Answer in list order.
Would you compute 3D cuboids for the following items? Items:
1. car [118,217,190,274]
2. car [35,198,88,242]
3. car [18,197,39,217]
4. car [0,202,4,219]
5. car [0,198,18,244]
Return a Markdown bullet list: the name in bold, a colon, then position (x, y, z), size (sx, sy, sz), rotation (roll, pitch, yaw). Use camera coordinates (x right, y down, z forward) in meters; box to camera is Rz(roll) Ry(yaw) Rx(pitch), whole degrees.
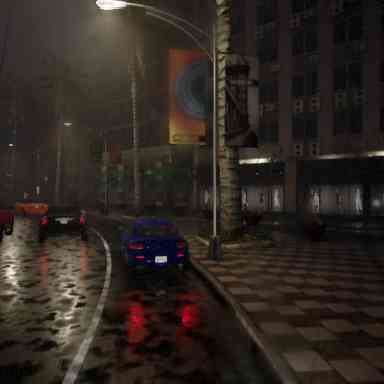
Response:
- **car**: position (-1.323, 1.523, 10.585), size (1.812, 1.442, 4.674), rotation (0, 0, -14)
- **car**: position (-6.452, 1.343, 16.676), size (2.097, 1.767, 4.553), rotation (0, 0, -22)
- **car**: position (-15.055, 1.334, 30.916), size (2.097, 1.767, 4.553), rotation (0, 0, -41)
- **car**: position (-17.893, 1.545, 28.840), size (1.994, 1.385, 4.181), rotation (0, 0, -41)
- **car**: position (-9.679, 1.207, 15.337), size (2.150, 2.045, 5.566), rotation (0, 0, -22)
